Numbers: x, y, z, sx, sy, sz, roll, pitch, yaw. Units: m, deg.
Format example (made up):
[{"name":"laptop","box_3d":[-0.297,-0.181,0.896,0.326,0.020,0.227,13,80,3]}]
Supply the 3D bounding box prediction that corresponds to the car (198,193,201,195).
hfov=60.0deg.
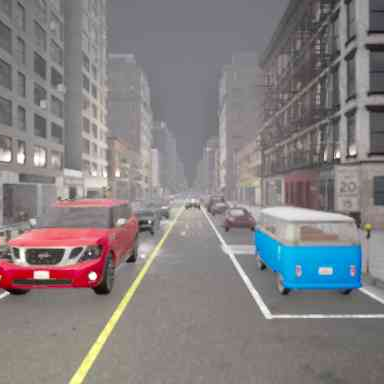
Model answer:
[{"name":"car","box_3d":[2.683,1.506,70.910,1.947,1.339,4.313,0,0,0]}]

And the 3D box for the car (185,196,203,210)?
[{"name":"car","box_3d":[0.127,1.575,42.658,1.895,1.301,4.718,0,0,0]}]

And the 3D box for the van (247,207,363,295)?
[{"name":"van","box_3d":[2.639,1.324,8.415,1.690,1.788,3.998,0,0,0]}]

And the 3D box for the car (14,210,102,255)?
[{"name":"car","box_3d":[-5.382,1.556,14.094,1.887,1.381,4.507,0,0,0]}]

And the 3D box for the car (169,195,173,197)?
[{"name":"car","box_3d":[-5.347,1.416,65.231,1.967,1.590,4.097,0,0,0]}]

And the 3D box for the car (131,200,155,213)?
[{"name":"car","box_3d":[-5.366,1.566,36.822,1.947,1.339,4.313,0,0,0]}]

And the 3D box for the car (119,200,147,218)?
[{"name":"car","box_3d":[-5.370,1.531,30.970,1.752,1.417,4.829,0,0,0]}]

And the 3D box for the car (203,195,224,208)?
[{"name":"car","box_3d":[2.659,1.285,36.822,2.192,1.841,5.009,0,0,0]}]

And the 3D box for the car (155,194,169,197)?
[{"name":"car","box_3d":[-5.355,1.301,53.867,2.192,1.841,5.009,0,0,0]}]

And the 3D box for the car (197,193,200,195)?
[{"name":"car","box_3d":[2.691,1.455,82.442,1.752,1.417,4.829,0,0,0]}]

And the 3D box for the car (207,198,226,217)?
[{"name":"car","box_3d":[2.656,1.557,31.141,1.802,1.307,4.206,0,0,0]}]

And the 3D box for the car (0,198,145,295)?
[{"name":"car","box_3d":[-2.846,1.225,9.089,2.150,2.045,5.566,0,0,0]}]

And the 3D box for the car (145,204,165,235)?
[{"name":"car","box_3d":[-2.842,1.602,18.906,1.895,1.301,4.718,0,0,0]}]

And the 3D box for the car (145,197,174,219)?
[{"name":"car","box_3d":[-2.819,1.502,28.966,1.837,1.490,4.892,0,0,0]}]

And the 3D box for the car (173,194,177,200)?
[{"name":"car","box_3d":[-5.334,1.542,82.276,1.802,1.307,4.206,0,0,0]}]

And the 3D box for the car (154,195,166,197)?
[{"name":"car","box_3d":[-5.358,1.556,48.185,1.947,1.339,4.313,0,0,0]}]

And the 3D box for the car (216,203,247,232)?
[{"name":"car","box_3d":[2.648,1.562,19.778,1.802,1.307,4.206,0,0,0]}]

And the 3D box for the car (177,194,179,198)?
[{"name":"car","box_3d":[-5.331,1.505,87.958,2.008,1.369,4.403,0,0,0]}]

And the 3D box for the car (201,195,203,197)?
[{"name":"car","box_3d":[2.667,1.400,48.184,1.967,1.590,4.097,0,0,0]}]
